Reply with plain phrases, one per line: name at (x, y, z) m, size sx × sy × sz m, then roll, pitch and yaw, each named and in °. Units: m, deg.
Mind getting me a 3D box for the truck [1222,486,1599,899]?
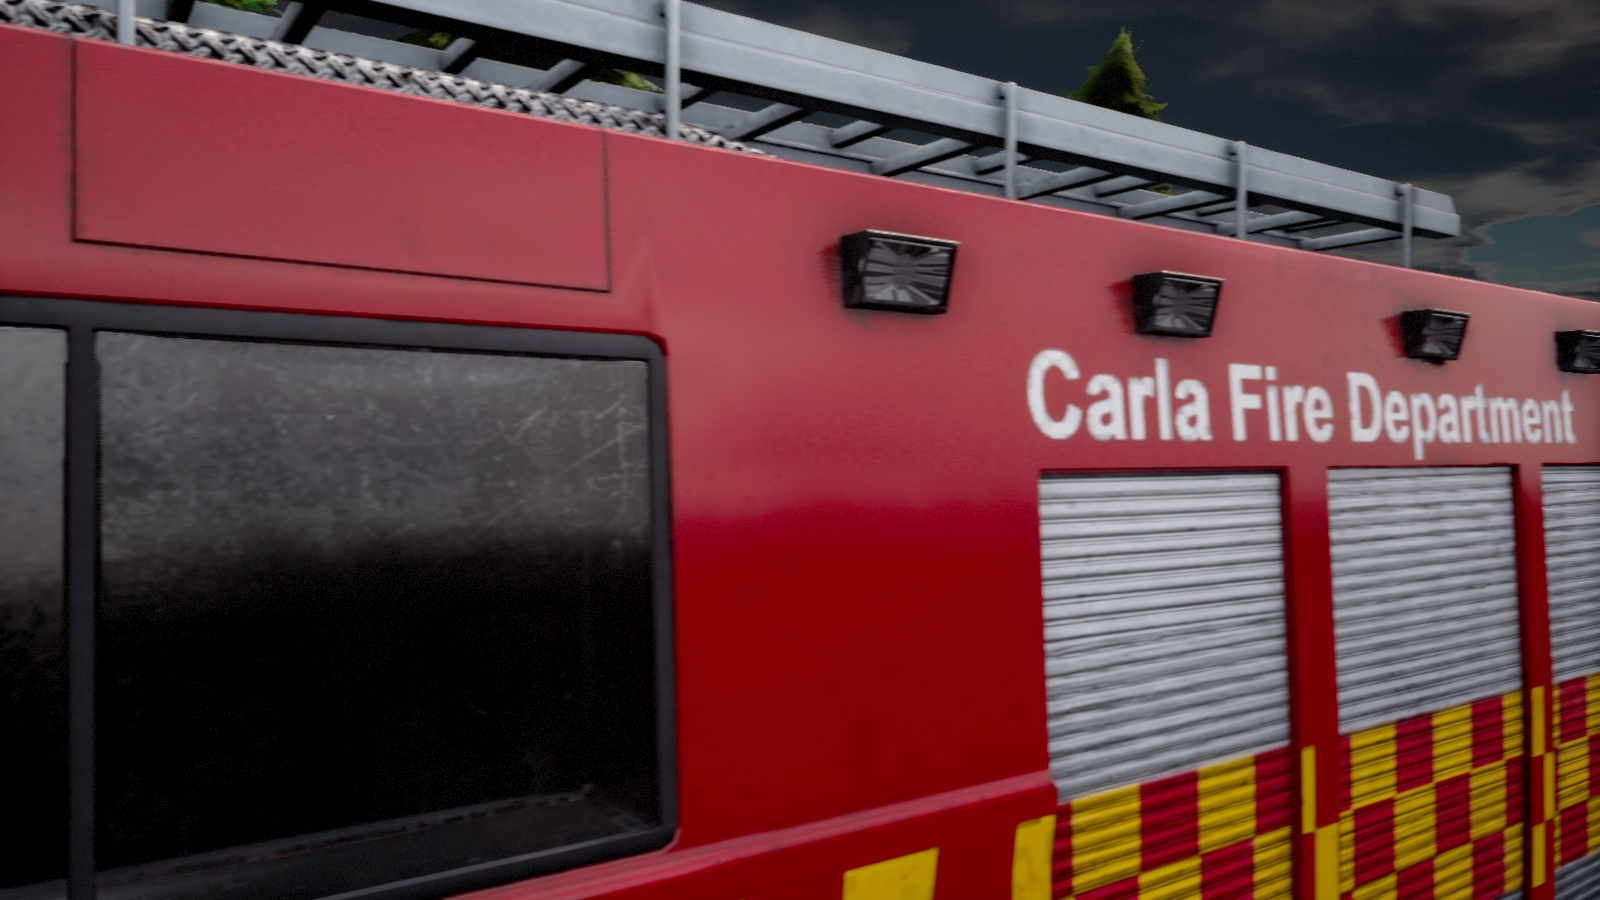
truck at (5.551, 1.546, 7.550) m, size 5.204 × 2.467 × 2.627 m, roll 0°, pitch 0°, yaw -34°
